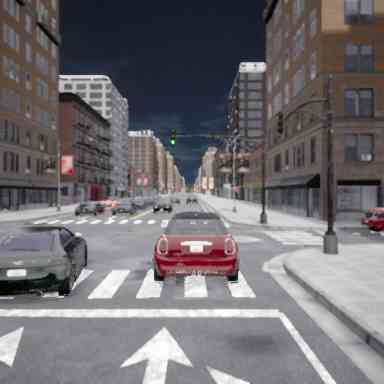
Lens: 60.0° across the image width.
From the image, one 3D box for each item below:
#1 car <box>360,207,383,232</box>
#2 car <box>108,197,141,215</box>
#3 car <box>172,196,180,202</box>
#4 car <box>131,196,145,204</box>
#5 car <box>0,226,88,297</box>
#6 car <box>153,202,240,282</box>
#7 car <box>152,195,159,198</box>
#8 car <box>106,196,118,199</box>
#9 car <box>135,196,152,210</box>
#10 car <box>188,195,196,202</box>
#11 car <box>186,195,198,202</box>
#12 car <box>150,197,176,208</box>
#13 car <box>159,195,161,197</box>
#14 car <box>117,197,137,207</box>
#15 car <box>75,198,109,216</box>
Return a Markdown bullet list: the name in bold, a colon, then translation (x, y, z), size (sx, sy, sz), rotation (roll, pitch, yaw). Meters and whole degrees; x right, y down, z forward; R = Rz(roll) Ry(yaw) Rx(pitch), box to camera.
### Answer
- **car**: translation (12.269, 1.245, 18.110), size (5.566, 2.045, 2.150), rotation (0, 0, 0)
- **car**: translation (-6.589, 1.535, 32.941), size (1.994, 1.385, 4.181), rotation (0, 0, 0)
- **car**: translation (-3.236, 1.502, 62.187), size (1.994, 1.385, 4.181), rotation (0, 0, 0)
- **car**: translation (-9.738, 1.466, 60.672), size (1.812, 1.442, 4.674), rotation (0, 0, 0)
- **car**: translation (-3.861, 1.557, 8.514), size (1.994, 1.385, 4.181), rotation (0, 0, -12)
- **car**: translation (0.103, 1.343, 9.879), size (2.097, 1.767, 4.553), rotation (0, 0, 0)
- **car**: translation (-6.521, 1.457, 50.137), size (1.837, 1.490, 4.892), rotation (0, 0, 1)
- **car**: translation (-9.827, 1.315, 40.921), size (2.097, 1.767, 4.553), rotation (0, 0, 0)
- **car**: translation (-6.573, 1.526, 41.339), size (1.994, 1.385, 4.181), rotation (0, 0, 0)
- **car**: translation (0.014, 1.322, 71.891), size (1.812, 1.442, 4.674), rotation (0, 0, 0)
- **car**: translation (0.012, 1.291, 61.858), size (2.097, 1.767, 4.553), rotation (0, 0, 0)
- **car**: translation (-3.143, 1.568, 36.832), size (1.895, 1.301, 4.718), rotation (0, 0, 0)
- **car**: translation (-6.488, 1.293, 60.285), size (2.097, 1.767, 4.553), rotation (0, 0, 0)
- **car**: translation (-9.762, 1.500, 50.418), size (2.033, 1.411, 5.357), rotation (0, 0, 1)
- **car**: translation (-9.844, 1.536, 32.321), size (1.994, 1.385, 4.181), rotation (0, 0, 0)
